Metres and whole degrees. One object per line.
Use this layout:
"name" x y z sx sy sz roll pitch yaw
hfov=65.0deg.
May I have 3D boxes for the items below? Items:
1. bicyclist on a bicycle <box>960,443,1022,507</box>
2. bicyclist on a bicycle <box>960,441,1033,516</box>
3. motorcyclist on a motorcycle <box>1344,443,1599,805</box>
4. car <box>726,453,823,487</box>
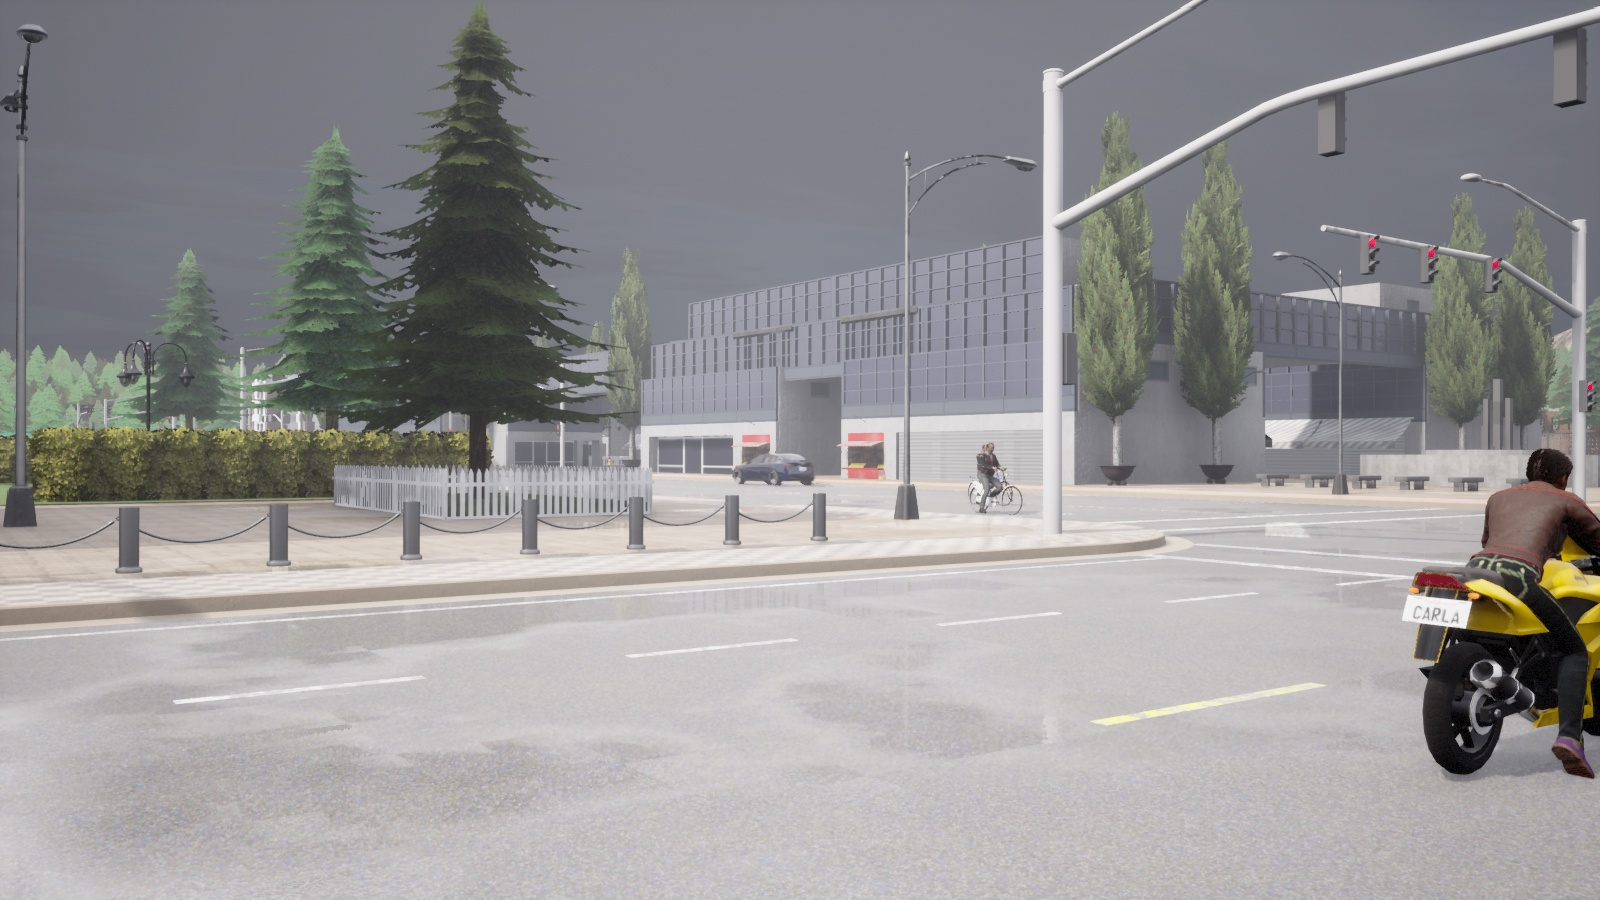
"bicyclist on a bicycle" 5.441 0.692 35.879 0.659 1.776 1.843 0 0 -35
"bicyclist on a bicycle" 4.793 0.680 30.691 0.659 1.776 1.843 0 0 -35
"motorcyclist on a motorcycle" 3.643 0.734 6.198 2.044 1.523 0.797 0 0 -35
"car" -1.236 0.888 57.682 2.163 1.488 4.792 0 0 -35
